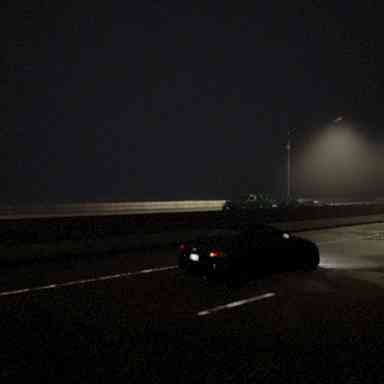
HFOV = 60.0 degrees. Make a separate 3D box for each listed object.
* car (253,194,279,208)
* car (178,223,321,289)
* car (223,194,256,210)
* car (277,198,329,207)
[{"bbox_3d":[8.412,1.331,31.595,4.553,1.767,2.097,0,0,-36],"label":"car"},{"bbox_3d":[1.685,1.559,9.278,4.181,1.385,1.994,0,0,-36],"label":"car"},{"bbox_3d":[5.720,1.203,33.978,5.566,2.045,2.150,0,0,-36],"label":"car"},{"bbox_3d":[9.915,1.470,28.368,4.902,1.511,2.128,0,0,-36],"label":"car"}]
